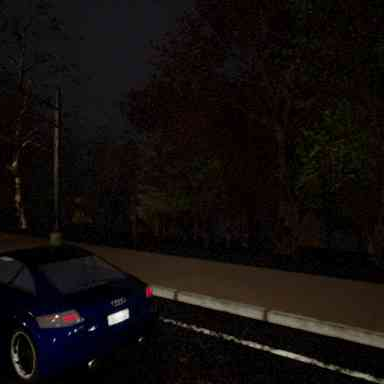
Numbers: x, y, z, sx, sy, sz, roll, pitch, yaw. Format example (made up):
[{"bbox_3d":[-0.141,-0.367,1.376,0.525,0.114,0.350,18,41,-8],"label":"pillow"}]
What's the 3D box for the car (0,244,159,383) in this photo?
[{"bbox_3d":[-2.554,1.593,5.496,4.181,1.385,1.994,0,0,37],"label":"car"}]
